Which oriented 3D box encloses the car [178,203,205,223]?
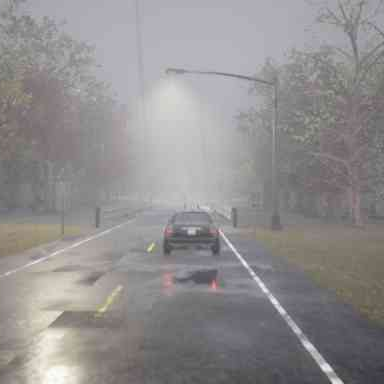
[{"bbox_3d":[-0.036,1.772,29.301,2.128,1.511,4.902,0,0,0],"label":"car"}]

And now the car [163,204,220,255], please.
[{"bbox_3d":[-0.016,1.485,14.079,2.097,1.767,4.553,0,-1,0],"label":"car"}]
